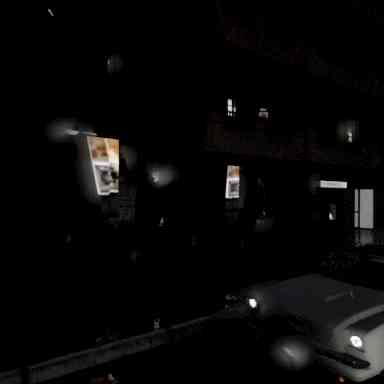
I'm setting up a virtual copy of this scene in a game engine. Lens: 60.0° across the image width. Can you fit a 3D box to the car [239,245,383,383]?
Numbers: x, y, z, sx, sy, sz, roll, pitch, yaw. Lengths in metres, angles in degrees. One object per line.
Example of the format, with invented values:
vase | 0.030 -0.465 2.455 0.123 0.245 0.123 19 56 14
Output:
car | 2.991 1.605 5.220 4.718 1.301 1.895 0 0 -36
